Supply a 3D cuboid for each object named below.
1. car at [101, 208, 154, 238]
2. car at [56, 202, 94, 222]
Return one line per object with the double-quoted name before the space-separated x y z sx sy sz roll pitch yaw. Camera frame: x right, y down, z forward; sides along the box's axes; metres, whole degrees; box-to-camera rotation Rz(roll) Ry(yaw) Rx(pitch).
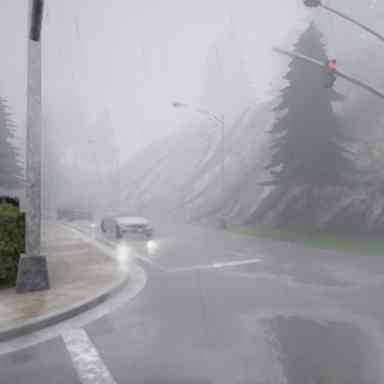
"car" -3.755 1.642 18.591 1.812 1.442 4.674 0 0 -30
"car" -9.802 1.660 27.749 1.837 1.490 4.892 1 -1 -39
